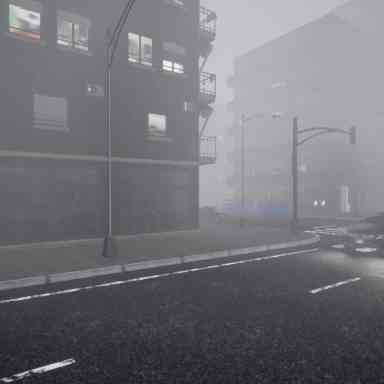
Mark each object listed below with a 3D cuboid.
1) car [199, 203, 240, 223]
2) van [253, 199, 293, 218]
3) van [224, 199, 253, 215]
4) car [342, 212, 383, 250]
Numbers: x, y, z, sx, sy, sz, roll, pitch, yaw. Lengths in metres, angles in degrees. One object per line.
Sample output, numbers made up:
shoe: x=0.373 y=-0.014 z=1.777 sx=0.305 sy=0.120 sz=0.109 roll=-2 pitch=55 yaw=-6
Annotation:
car: x=1.789 y=1.874 z=28.659 sx=1.802 sy=1.307 sz=4.206 roll=-1 pitch=0 yaw=-36
van: x=8.527 y=1.602 z=33.577 sx=1.690 sy=1.788 sz=3.998 roll=-1 pitch=0 yaw=-36
van: x=5.211 y=1.676 z=38.092 sx=1.690 sy=1.788 sz=3.998 roll=-1 pitch=0 yaw=-36
car: x=7.952 y=1.532 z=13.353 sx=4.674 sy=1.442 sz=1.812 roll=0 pitch=0 yaw=-36
